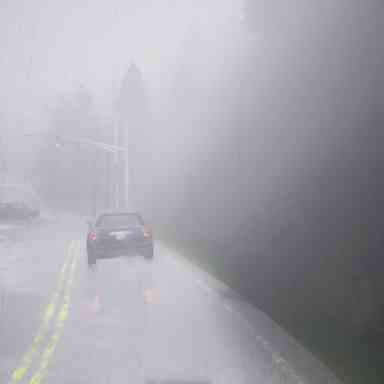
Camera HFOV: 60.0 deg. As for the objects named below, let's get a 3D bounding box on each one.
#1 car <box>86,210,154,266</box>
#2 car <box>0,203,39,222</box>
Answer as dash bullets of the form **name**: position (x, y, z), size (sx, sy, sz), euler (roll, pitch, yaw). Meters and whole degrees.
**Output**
- **car**: position (-2.769, 1.425, 12.318), size (2.097, 1.767, 4.553), euler (-1, 0, -16)
- **car**: position (-14.396, 1.515, 25.650), size (4.718, 1.301, 1.895), euler (4, 2, 13)
